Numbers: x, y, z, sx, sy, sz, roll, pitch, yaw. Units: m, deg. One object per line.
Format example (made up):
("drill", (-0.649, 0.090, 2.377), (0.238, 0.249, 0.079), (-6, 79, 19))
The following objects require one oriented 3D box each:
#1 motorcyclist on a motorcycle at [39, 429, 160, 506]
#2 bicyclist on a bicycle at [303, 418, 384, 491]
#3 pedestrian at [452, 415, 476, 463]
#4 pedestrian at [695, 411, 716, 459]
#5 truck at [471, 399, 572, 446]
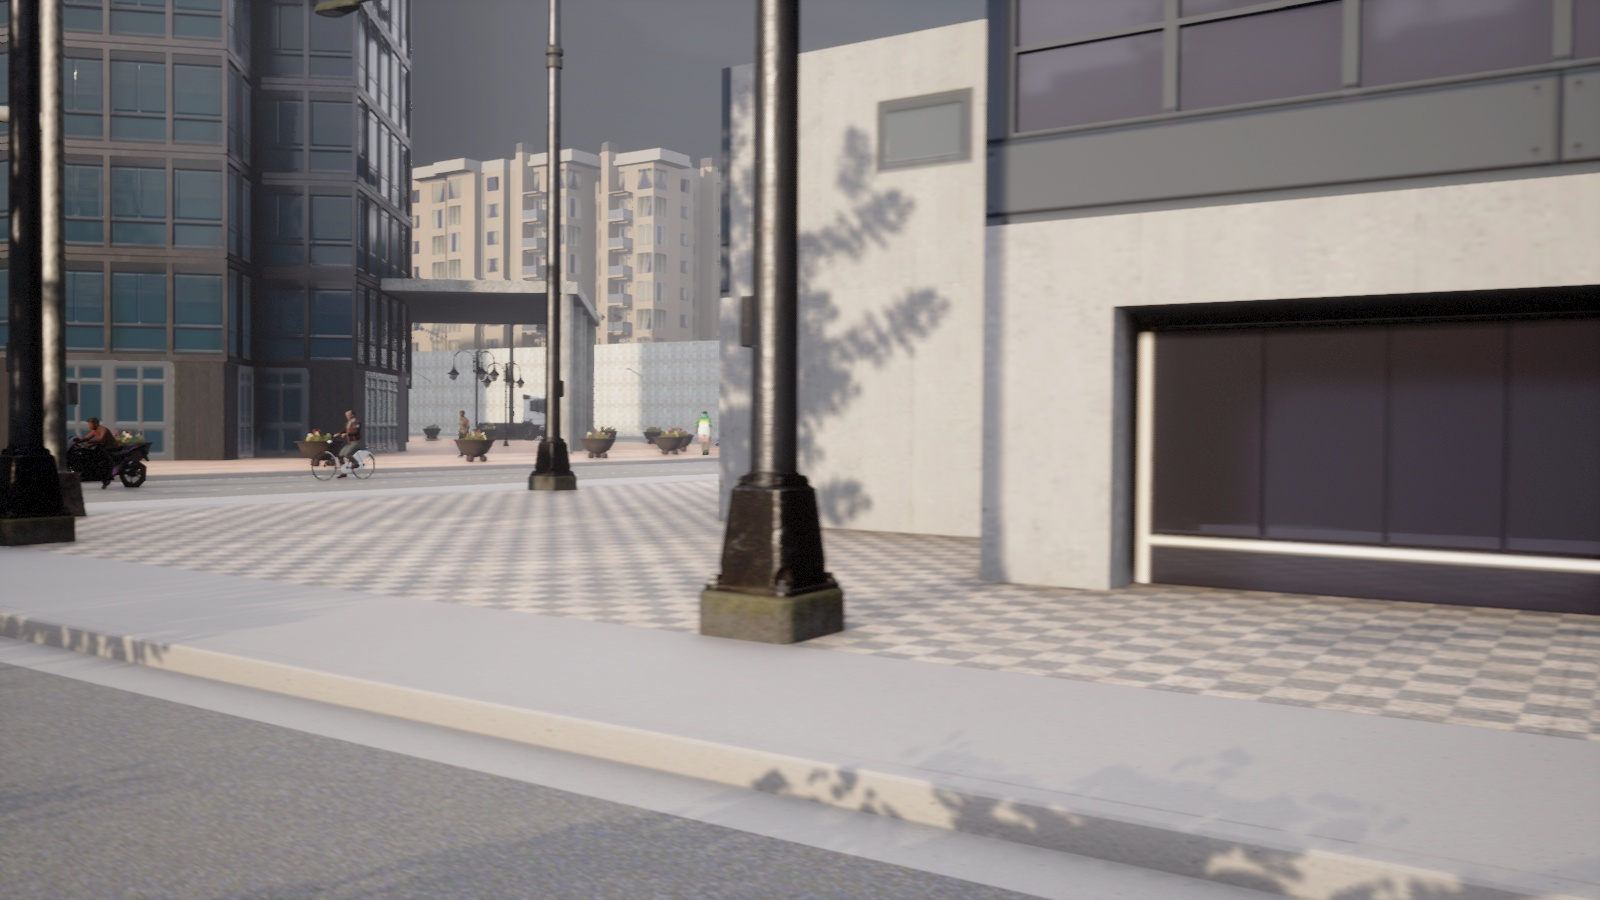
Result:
("motorcyclist on a motorcycle", (-14.644, 0.342, 26.292), (0.797, 1.523, 2.044), (0, 1, 34))
("bicyclist on a bicycle", (-11.322, 0.092, 31.203), (0.659, 1.776, 1.843), (0, 1, 34))
("pedestrian", (-12.621, -0.426, 47.164), (0.328, 1.805, 0.869), (0, 1, 27))
("pedestrian", (-3.874, -0.634, 51.433), (0.659, 1.952, 0.873), (0, 1, 8))
("truck", (-21.174, -2.050, 95.292), (7.936, 3.462, 2.891), (0, 2, 35))
